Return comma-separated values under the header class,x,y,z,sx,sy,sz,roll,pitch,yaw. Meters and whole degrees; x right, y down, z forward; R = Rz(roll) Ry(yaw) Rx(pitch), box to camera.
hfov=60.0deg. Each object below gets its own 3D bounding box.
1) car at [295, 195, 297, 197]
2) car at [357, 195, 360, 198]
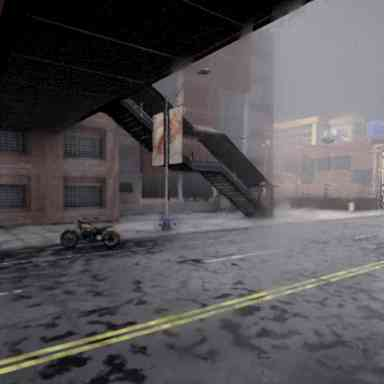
class,x,y,z,sx,sy,sz,roll,pitch,yaw
car,29.511,1.159,88.061,5.566,2.045,2.435,0,0,-37
car,37.656,1.350,77.294,4.674,1.452,2.002,0,0,-37
